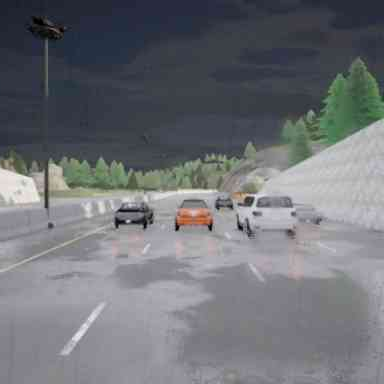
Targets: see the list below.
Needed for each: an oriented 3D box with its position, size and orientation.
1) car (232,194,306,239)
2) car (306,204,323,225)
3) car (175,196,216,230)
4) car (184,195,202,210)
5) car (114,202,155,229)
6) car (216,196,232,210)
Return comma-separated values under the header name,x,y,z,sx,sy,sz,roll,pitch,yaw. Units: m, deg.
name,x,y,z,sx,sy,sz,roll,pitch,yaw
car,3.603,1.102,16.770,2.150,2.045,5.566,0,0,0
car,7.103,1.440,22.567,1.895,1.301,4.718,0,0,0
car,0.102,1.209,20.044,2.097,1.767,4.553,0,0,0
car,0.106,1.201,38.816,1.882,1.535,5.008,0,0,0
car,-3.398,1.347,20.208,2.128,1.511,4.902,0,0,0
car,3.607,1.219,38.319,2.128,1.511,4.902,0,0,0
